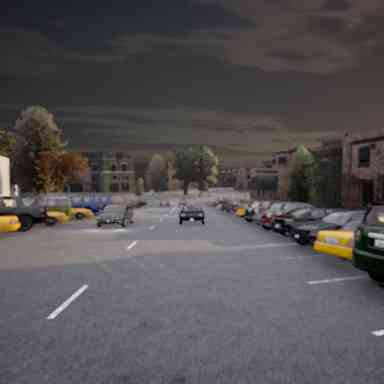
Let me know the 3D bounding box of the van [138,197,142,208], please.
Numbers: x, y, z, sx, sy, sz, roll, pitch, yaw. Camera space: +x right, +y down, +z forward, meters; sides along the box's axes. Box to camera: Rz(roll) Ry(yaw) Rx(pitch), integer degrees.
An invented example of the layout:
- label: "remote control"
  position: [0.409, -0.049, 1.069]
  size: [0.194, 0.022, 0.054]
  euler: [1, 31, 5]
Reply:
- label: "van"
  position: [-11.233, 1.812, 55.764]
  size: [4.442, 1.987, 1.878]
  euler: [-1, -1, -19]

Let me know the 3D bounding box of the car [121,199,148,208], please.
- label: "car"
  position: [-11.178, 2.165, 64.712]
  size: [5.008, 1.535, 2.097]
  euler: [-1, -1, -19]

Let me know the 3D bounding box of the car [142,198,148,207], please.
- label: "car"
  position: [-11.264, 1.829, 58.734]
  size: [5.566, 2.045, 2.435]
  euler: [-1, -1, -19]

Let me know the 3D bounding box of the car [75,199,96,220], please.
- label: "car"
  position: [-11.354, 1.652, 28.734]
  size: [5.366, 1.575, 1.946]
  euler: [-1, -1, -20]

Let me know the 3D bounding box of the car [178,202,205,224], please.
- label: "car"
  position: [-0.020, 1.715, 26.101]
  size: [1.895, 1.301, 4.718]
  euler: [0, -1, 0]

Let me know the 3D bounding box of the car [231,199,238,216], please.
- label: "car"
  position: [6.281, 1.610, 28.335]
  size: [5.008, 1.535, 2.097]
  euler: [1, -1, -20]

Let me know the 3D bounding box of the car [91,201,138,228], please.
- label: "car"
  position: [-5.188, 1.584, 22.966]
  size: [1.837, 1.490, 4.892]
  euler: [0, -1, 0]

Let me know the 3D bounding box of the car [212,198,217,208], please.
- label: "car"
  position: [5.920, 1.846, 45.880]
  size: [5.366, 1.575, 1.946]
  euler: [1, -1, -21]

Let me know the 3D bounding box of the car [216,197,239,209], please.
- label: "car"
  position: [6.140, 1.812, 43.011]
  size: [5.008, 1.535, 2.097]
  euler: [1, -1, -21]

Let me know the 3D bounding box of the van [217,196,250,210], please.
- label: "van"
  position: [6.166, 1.669, 48.929]
  size: [4.442, 1.987, 1.878]
  euler: [1, -1, -21]

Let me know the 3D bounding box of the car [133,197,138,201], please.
- label: "car"
  position: [-11.361, 1.870, 52.726]
  size: [4.553, 1.767, 2.185]
  euler: [-1, -1, -19]

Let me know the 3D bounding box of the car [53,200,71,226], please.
- label: "car"
  position: [-11.307, 1.574, 22.742]
  size: [5.366, 1.575, 1.946]
  euler: [-1, -1, -20]

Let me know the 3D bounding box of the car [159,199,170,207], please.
- label: "car"
  position: [-5.237, 2.144, 64.185]
  size: [2.128, 1.511, 4.902]
  euler: [0, -1, 1]

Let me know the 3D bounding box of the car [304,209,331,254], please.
- label: "car"
  position: [6.568, 1.458, 10.794]
  size: [5.366, 1.575, 1.946]
  euler: [1, -1, -20]

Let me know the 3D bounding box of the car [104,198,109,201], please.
- label: "car"
  position: [-11.559, 1.743, 34.667]
  size: [4.892, 1.521, 2.231]
  euler: [-1, -1, -20]

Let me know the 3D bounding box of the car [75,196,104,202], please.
- label: "car"
  position: [-11.580, 1.448, 31.655]
  size: [5.566, 2.045, 2.435]
  euler: [-1, -1, -20]

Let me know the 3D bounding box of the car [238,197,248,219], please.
- label: "car"
  position: [6.282, 1.446, 25.396]
  size: [4.553, 1.767, 2.185]
  euler: [1, -1, -20]

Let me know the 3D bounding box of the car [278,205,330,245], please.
- label: "car"
  position: [6.388, 1.471, 13.667]
  size: [5.008, 1.535, 2.097]
  euler: [1, 0, -20]

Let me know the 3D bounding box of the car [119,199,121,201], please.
- label: "car"
  position: [-11.566, 1.857, 40.684]
  size: [4.792, 1.488, 2.163]
  euler: [-1, -1, -20]

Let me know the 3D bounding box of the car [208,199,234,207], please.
- label: "car"
  position: [5.766, 2.176, 66.572]
  size: [4.674, 1.452, 2.002]
  euler: [1, -1, -21]

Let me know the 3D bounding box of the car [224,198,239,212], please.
- label: "car"
  position: [6.227, 1.692, 34.205]
  size: [4.892, 1.521, 2.231]
  euler: [1, -1, -21]

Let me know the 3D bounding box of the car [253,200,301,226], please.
- label: "car"
  position: [6.322, 1.384, 19.530]
  size: [4.553, 1.767, 2.185]
  euler: [1, -1, -20]

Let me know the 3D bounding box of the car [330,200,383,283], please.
- label: "car"
  position: [6.433, 1.205, 7.813]
  size: [5.566, 2.045, 2.435]
  euler: [1, 0, -20]

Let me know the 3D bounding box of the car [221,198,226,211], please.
- label: "car"
  position: [6.209, 1.731, 37.139]
  size: [5.008, 1.535, 2.097]
  euler: [1, -1, -21]

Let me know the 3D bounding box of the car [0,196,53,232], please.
- label: "car"
  position: [-11.490, 1.297, 19.675]
  size: [5.566, 2.045, 2.435]
  euler: [-1, 0, -20]

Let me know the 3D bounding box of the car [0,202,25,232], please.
- label: "car"
  position: [-11.621, 1.521, 16.629]
  size: [5.366, 1.575, 1.946]
  euler: [-1, 0, -20]

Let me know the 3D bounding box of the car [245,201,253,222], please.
- label: "car"
  position: [6.336, 1.578, 22.461]
  size: [4.674, 1.452, 2.002]
  euler: [1, 0, -20]

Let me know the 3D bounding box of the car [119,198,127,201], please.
- label: "car"
  position: [-11.524, 1.870, 43.705]
  size: [4.892, 1.521, 2.231]
  euler: [-1, -1, -19]

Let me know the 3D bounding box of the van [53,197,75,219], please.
- label: "van"
  position: [-11.616, 1.391, 25.632]
  size: [4.442, 1.987, 1.878]
  euler: [-1, 0, -20]

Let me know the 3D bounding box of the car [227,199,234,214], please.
- label: "car"
  position: [6.252, 1.651, 31.272]
  size: [4.892, 1.521, 2.231]
  euler: [1, -1, -20]

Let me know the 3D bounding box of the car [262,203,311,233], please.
- label: "car"
  position: [6.361, 1.486, 16.598]
  size: [5.008, 1.535, 2.097]
  euler: [1, -1, -20]

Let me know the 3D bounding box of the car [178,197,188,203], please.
- label: "car"
  position: [-1.939, 2.254, 68.167]
  size: [2.033, 1.411, 5.357]
  euler: [0, -1, -1]

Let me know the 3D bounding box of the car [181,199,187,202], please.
- label: "car"
  position: [-0.188, 1.945, 42.796]
  size: [1.895, 1.301, 4.718]
  euler: [0, -1, -1]

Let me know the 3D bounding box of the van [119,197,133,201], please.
- label: "van"
  position: [-11.550, 1.729, 49.674]
  size: [4.442, 1.987, 1.878]
  euler: [-1, -1, -19]

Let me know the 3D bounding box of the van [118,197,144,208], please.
- label: "van"
  position: [-11.347, 1.898, 61.677]
  size: [4.442, 1.987, 1.878]
  euler: [-1, -1, -19]

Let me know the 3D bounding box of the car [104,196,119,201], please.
- label: "car"
  position: [-11.588, 1.533, 37.673]
  size: [5.566, 2.045, 2.435]
  euler: [-1, -1, -20]

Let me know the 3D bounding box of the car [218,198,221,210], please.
- label: "car"
  position: [6.139, 1.800, 40.065]
  size: [4.792, 1.488, 2.163]
  euler: [1, -1, -21]

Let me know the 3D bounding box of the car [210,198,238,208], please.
- label: "car"
  position: [5.839, 1.929, 60.668]
  size: [4.553, 1.767, 2.185]
  euler: [1, -1, -21]
